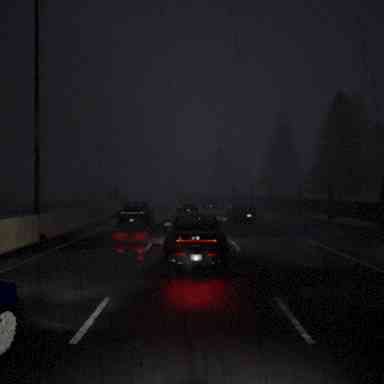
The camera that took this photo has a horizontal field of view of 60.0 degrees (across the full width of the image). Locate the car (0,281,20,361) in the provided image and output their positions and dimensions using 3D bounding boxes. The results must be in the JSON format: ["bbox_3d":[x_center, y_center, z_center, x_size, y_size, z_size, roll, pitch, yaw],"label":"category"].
[{"bbox_3d":[-3.397,1.460,2.781,1.882,1.535,5.008,0,0,0],"label":"car"}]

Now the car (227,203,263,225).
[{"bbox_3d":[3.505,1.439,22.735,1.994,1.385,4.181,0,0,-2],"label":"car"}]

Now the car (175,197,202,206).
[{"bbox_3d":[-0.536,1.356,30.403,1.812,1.442,4.674,0,0,-6],"label":"car"}]

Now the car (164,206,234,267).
[{"bbox_3d":[0.116,1.443,11.080,1.837,1.490,4.892,0,0,0],"label":"car"}]

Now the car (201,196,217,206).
[{"bbox_3d":[1.711,1.285,39.629,1.837,1.490,4.892,0,0,-10],"label":"car"}]

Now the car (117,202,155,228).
[{"bbox_3d":[-3.449,1.372,21.101,2.128,1.511,4.902,0,0,-1],"label":"car"}]
